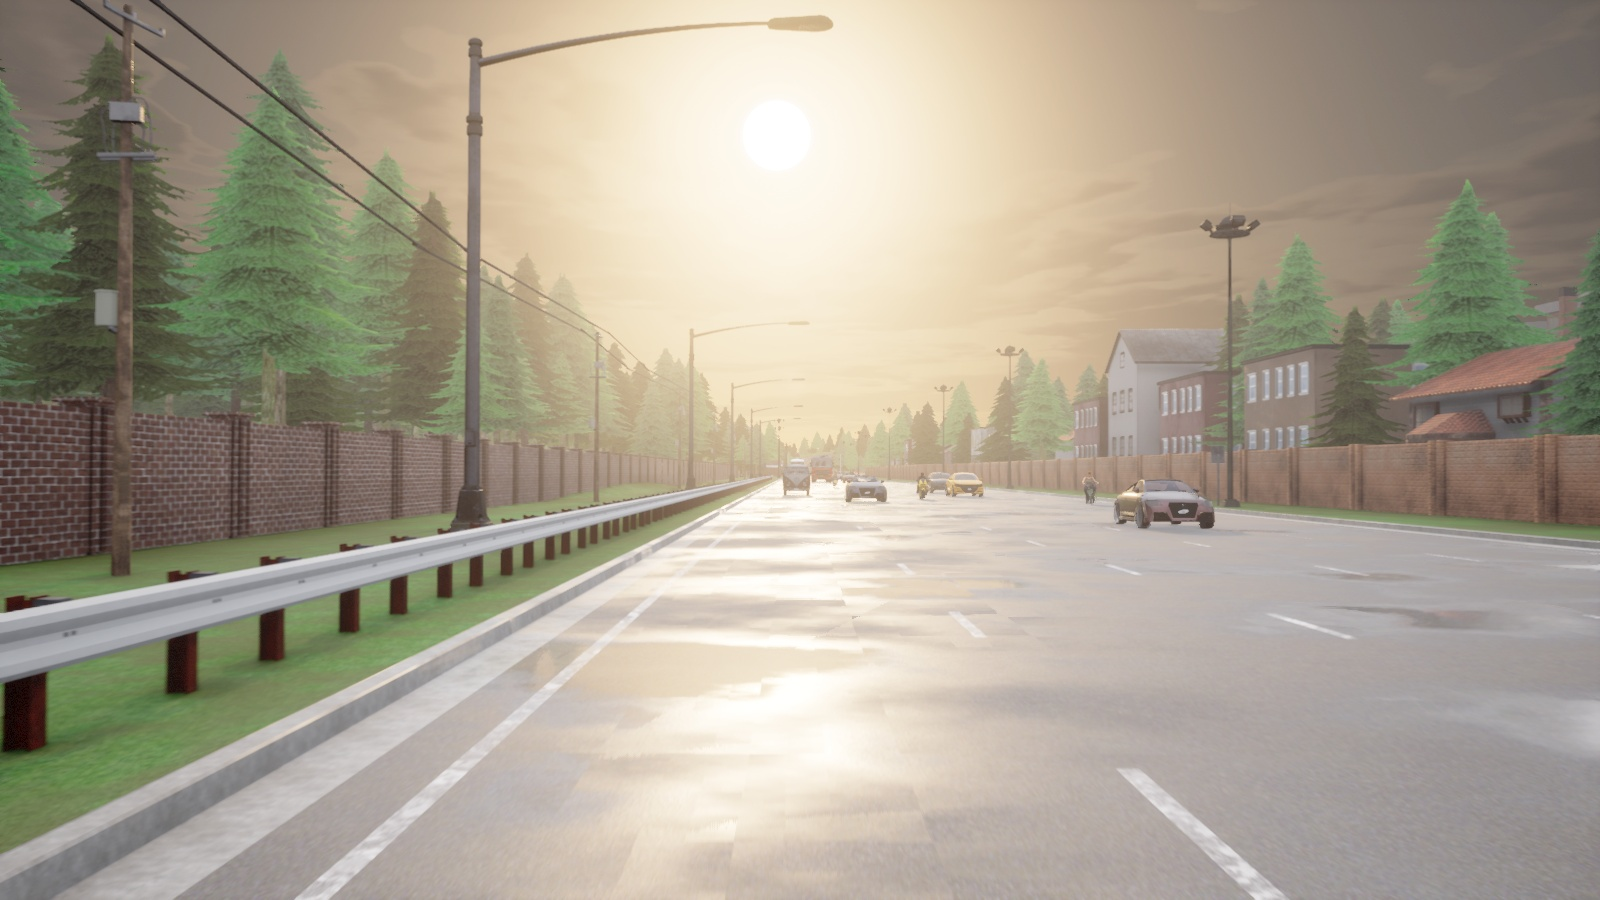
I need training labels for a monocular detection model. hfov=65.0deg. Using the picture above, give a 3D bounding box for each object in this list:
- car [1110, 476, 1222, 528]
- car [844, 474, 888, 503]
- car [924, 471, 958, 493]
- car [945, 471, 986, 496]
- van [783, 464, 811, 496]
[{"bbox_3d":[10.411,1.440,36.056,1.994,1.385,4.181,0,-1,0],"label":"car"},{"bbox_3d":[3.342,1.940,64.195,1.994,1.385,4.181,0,-1,0],"label":"car"},{"bbox_3d":[10.260,2.312,91.617,1.837,1.490,4.892,0,-1,-2],"label":"car"},{"bbox_3d":[10.307,2.068,78.666,1.882,1.535,5.008,0,-1,0],"label":"car"},{"bbox_3d":[-0.199,1.915,80.463,1.775,1.987,4.442,0,-1,0],"label":"van"}]
